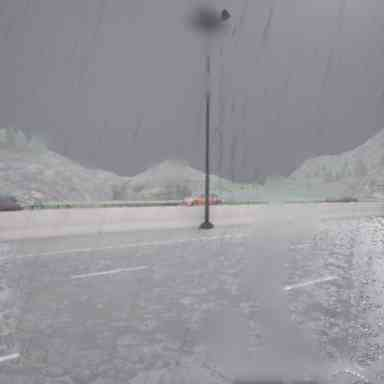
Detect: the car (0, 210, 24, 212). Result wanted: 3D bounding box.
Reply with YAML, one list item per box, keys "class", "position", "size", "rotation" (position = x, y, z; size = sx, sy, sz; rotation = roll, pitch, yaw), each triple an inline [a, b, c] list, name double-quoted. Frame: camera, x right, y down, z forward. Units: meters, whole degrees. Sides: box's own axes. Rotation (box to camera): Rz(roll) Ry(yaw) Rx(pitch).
- class: "car"
  position: [-12.841, 0.990, 20.506]
  size: [4.553, 1.767, 2.097]
  rotation: [0, 1, -35]
